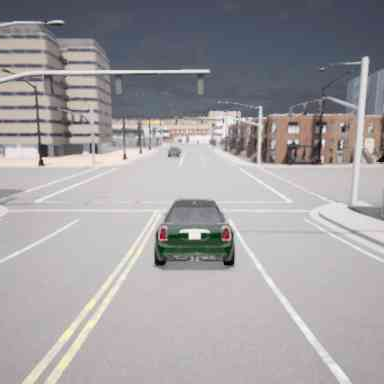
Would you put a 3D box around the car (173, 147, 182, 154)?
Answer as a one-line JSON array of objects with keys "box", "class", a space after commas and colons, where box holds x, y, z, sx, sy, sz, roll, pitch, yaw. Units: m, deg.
[{"box": [-3.494, -9.966, 79.979, 1.994, 1.385, 4.181, 0, 9, 0], "class": "car"}]

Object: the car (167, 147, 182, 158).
[{"box": [-3.507, -7.741, 64.480, 2.150, 2.045, 5.566, 0, 9, 0], "class": "car"}]

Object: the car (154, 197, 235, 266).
[{"box": [0.076, 0.926, 10.336, 2.097, 1.767, 4.553, 0, 5, 0], "class": "car"}]
